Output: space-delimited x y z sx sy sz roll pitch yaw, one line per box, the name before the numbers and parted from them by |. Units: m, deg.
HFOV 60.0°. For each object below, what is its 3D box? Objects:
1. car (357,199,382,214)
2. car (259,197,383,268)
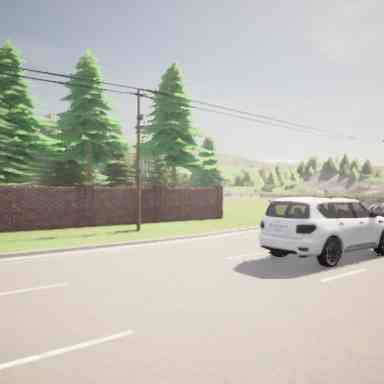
car | 18.724 1.506 35.216 1.994 1.385 4.181 0 0 23
car | 4.736 1.202 11.424 5.566 2.045 2.150 0 0 -35
